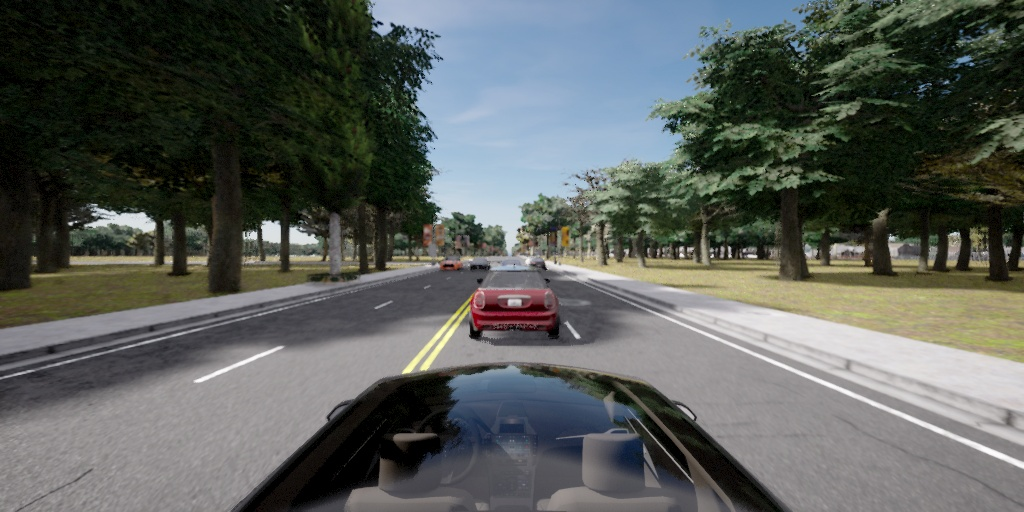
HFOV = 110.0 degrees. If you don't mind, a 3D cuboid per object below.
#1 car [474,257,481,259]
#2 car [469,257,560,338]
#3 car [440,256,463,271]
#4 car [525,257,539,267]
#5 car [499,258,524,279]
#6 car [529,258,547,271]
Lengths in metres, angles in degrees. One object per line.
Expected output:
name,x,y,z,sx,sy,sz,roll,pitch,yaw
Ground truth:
car,-3.556,0.903,39.944,1.882,1.535,5.008,0,0,0
car,0.046,1.031,10.058,2.097,1.767,4.553,0,0,0
car,-6.807,0.765,40.665,2.097,1.767,4.553,0,1,0
car,3.020,0.843,54.722,1.812,1.442,4.674,0,0,0
car,-0.062,0.991,29.930,1.882,1.535,5.008,0,0,0
car,3.115,0.934,43.358,1.812,1.442,4.674,0,0,0
